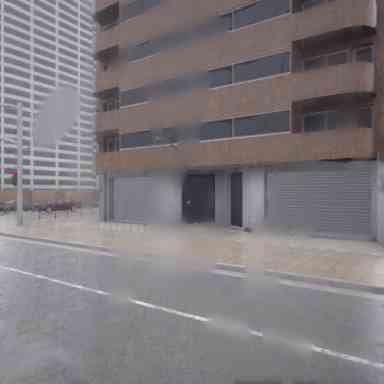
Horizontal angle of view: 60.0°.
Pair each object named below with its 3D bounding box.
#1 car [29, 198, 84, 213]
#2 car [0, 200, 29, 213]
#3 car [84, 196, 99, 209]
[{"bbox_3d":[-15.161,1.475,37.566,1.882,1.535,5.008,0,0,35],"label":"car"},{"bbox_3d":[-19.532,1.544,37.405,2.033,1.411,5.357,0,0,35],"label":"car"},{"bbox_3d":[-13.839,1.561,45.606,1.994,1.385,4.181,0,0,35],"label":"car"}]
